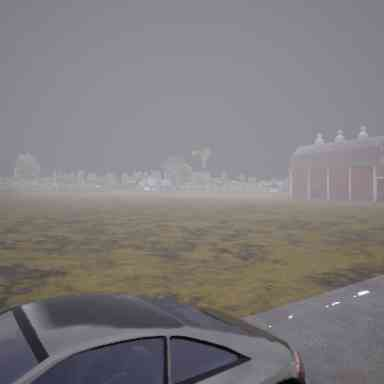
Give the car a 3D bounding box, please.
[{"bbox_3d":[-1.034,1.564,2.330,4.181,1.385,1.994,0,0,-36],"label":"car"}]
